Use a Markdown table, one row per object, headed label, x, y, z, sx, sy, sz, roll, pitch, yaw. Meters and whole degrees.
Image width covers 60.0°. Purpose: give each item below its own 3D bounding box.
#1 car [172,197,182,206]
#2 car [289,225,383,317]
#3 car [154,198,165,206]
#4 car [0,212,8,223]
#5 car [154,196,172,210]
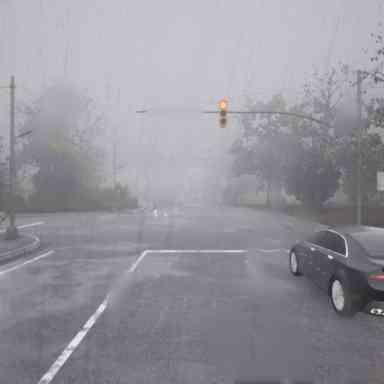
| label | x | y | z | sx | sy | sz | roll | pitch | yaw |
| --- | --- | --- | --- | --- | --- | --- | --- | --- | --- |
| car | -3.392 | 1.844 | 67.828 | 2.097 | 1.767 | 4.553 | 0 | -1 | -12 |
| car | 3.599 | 1.502 | 7.441 | 1.837 | 1.490 | 4.892 | 0 | 0 | 1 |
| car | -6.316 | 1.934 | 64.228 | 1.837 | 1.490 | 4.892 | 0 | -1 | -10 |
| car | -15.474 | 1.666 | 23.045 | 4.718 | 1.301 | 1.895 | -1 | 0 | -3 |
| car | -3.972 | 1.609 | 43.562 | 2.033 | 1.411 | 5.357 | 0 | -1 | -3 |
